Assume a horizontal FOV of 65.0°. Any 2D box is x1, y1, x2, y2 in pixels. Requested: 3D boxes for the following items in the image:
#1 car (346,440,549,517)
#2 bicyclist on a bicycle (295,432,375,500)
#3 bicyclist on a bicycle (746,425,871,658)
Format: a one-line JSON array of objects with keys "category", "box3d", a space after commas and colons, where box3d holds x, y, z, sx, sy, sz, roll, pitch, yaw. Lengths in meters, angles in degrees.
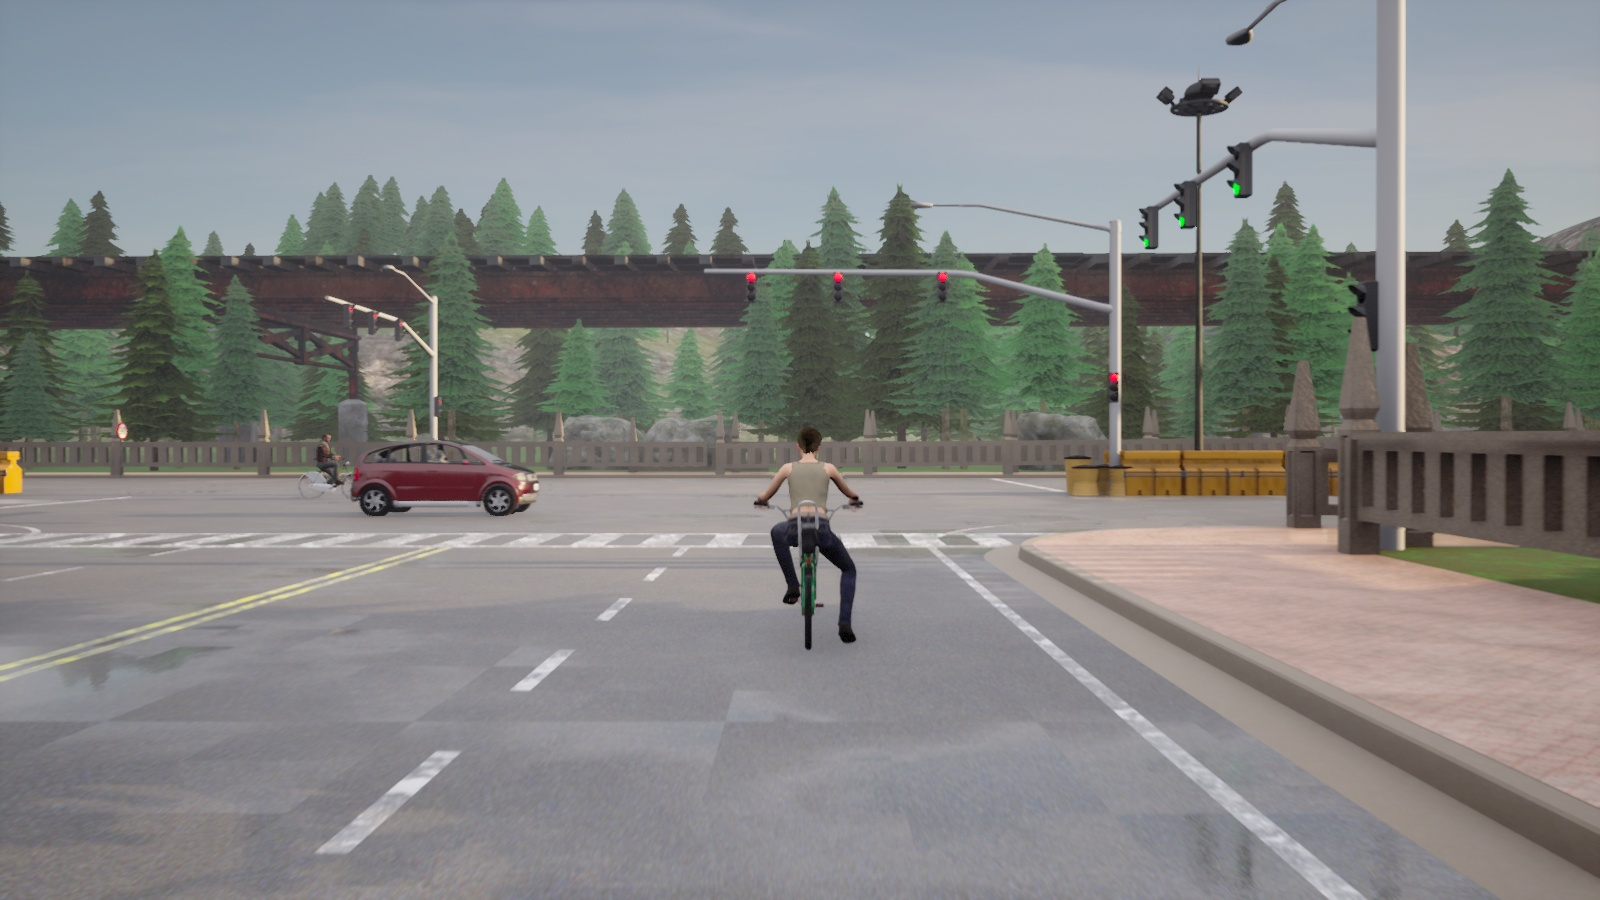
[{"category": "car", "box3d": [-7.242, 0.572, 26.069, 3.705, 1.549, 1.789, 0, 0, 1]}, {"category": "bicyclist on a bicycle", "box3d": [-12.249, 0.421, 33.120, 1.843, 1.776, 0.659, 0, 0, 1]}, {"category": "bicyclist on a bicycle", "box3d": [0.064, 0.630, 9.437, 0.866, 1.612, 1.509, 0, 0, 0]}]
